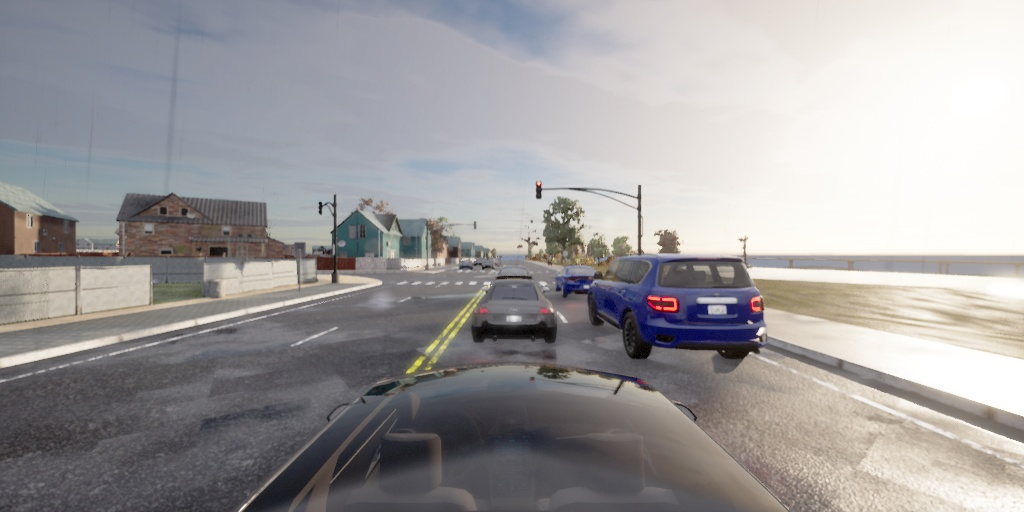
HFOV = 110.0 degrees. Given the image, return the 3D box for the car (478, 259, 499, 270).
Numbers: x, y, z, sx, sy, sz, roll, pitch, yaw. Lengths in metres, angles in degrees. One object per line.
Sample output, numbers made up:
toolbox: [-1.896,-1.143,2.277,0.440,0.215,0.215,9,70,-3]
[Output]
car: [-3.327,1.260,51.395,1.837,1.490,4.892,0,0,0]

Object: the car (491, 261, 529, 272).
car: [0.105,1.222,18.616,1.882,1.535,5.008,0,0,0]

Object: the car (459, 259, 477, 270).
car: [-6.606,1.304,52.248,2.033,1.411,5.357,0,0,-2]

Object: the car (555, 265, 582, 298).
car: [3.354,1.222,18.458,1.882,1.535,5.008,0,0,1]

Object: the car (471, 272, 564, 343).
car: [0.087,1.311,9.675,1.994,1.385,4.181,0,0,1]

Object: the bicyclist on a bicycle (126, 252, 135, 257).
bicyclist on a bicycle: [-29.607,0.534,27.792,0.582,1.620,1.656,1,0,-35]

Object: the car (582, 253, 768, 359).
car: [3.347,0.968,8.520,2.150,2.045,5.566,0,0,0]
